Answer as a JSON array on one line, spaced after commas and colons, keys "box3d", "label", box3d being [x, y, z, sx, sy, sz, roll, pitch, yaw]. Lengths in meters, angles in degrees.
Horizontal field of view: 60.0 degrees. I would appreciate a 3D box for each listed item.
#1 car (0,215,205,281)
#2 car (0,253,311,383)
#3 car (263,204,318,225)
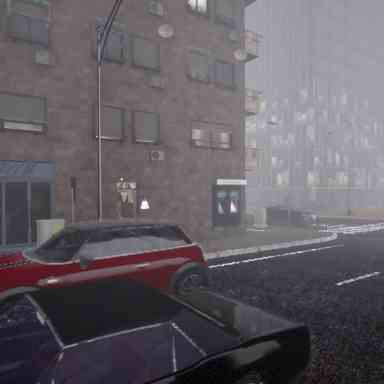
[{"box3d": [-1.893, 1.351, 6.328, 4.553, 1.767, 2.097, 0, 0, -36], "label": "car"}, {"box3d": [-1.155, 1.601, 2.862, 4.718, 1.301, 1.895, 0, 0, -36], "label": "car"}, {"box3d": [7.842, 1.755, 27.128, 2.128, 1.511, 4.902, -1, -1, -35], "label": "car"}]
